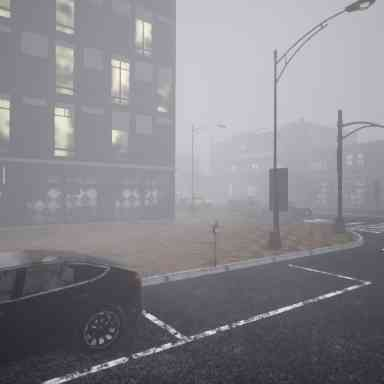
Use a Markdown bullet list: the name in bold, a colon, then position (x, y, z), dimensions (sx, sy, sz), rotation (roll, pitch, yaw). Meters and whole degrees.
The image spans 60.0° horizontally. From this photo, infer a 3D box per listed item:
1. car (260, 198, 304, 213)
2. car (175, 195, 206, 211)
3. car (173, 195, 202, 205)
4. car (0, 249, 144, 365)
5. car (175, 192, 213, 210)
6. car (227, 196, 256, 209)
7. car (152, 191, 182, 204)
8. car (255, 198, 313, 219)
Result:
- **car**: position (9.182, 1.340, 34.195), dimensions (1.802, 1.307, 4.206), rotation (1, 0, -36)
- **car**: position (-0.855, 1.230, 33.688), dimensions (1.802, 1.307, 4.206), rotation (1, 0, -36)
- **car**: position (-0.691, 1.101, 47.589), dimensions (2.008, 1.369, 4.403), rotation (1, 0, -36)
- **car**: position (-2.756, 1.566, 4.588), dimensions (4.313, 1.339, 1.947), rotation (0, 0, -36)
- **car**: position (0.309, 1.120, 36.460), dimensions (1.882, 1.535, 5.008), rotation (0, 0, -36)
- **car**: position (5.892, 1.130, 38.661), dimensions (1.967, 1.590, 4.097), rotation (1, 0, -36)
- **car**: position (-3.977, 0.793, 52.052), dimensions (2.192, 1.841, 5.009), rotation (1, 0, -36)
- **car**: position (7.510, 1.356, 26.694), dimensions (1.994, 1.385, 4.181), rotation (0, 1, -36)
